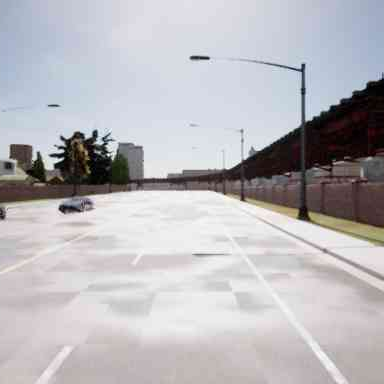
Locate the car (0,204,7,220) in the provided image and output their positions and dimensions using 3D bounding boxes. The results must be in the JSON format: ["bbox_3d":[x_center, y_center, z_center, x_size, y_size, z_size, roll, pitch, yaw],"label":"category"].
[{"bbox_3d":[-14.094,1.266,21.957,1.812,1.442,4.674,0,1,0],"label":"car"}]

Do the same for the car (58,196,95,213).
[{"bbox_3d":[-10.571,1.099,30.889,2.033,1.411,5.357,0,1,0],"label":"car"}]
